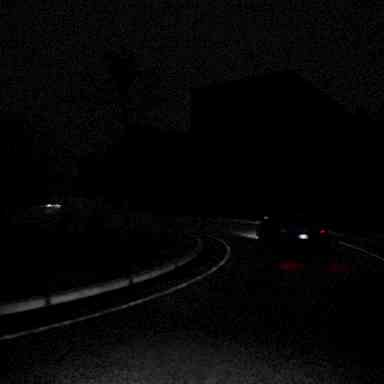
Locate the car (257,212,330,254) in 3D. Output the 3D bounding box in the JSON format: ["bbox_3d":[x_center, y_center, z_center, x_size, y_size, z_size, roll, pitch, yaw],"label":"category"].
[{"bbox_3d":[3.832,1.455,13.060,1.994,1.385,4.181,1,0,3],"label":"car"}]

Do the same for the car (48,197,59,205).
[{"bbox_3d":[-25.425,1.560,61.756,1.812,1.442,4.674,0,0,-17],"label":"car"}]
